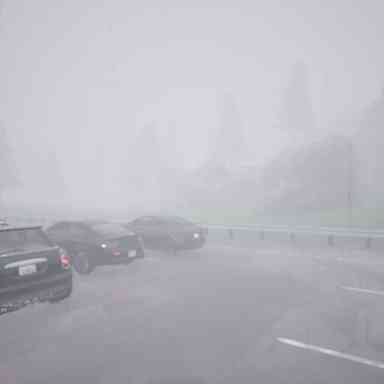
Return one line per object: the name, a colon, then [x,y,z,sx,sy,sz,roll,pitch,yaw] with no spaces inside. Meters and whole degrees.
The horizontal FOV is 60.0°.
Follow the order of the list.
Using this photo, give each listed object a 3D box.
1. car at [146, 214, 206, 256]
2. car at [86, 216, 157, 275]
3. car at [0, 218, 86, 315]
car: [-1.522,1.578,13.295,4.181,1.385,1.994,0,0,33]
car: [-3.586,1.547,10.478,4.674,1.442,1.812,0,0,33]
car: [-4.628,1.377,6.970,4.553,1.767,2.097,0,0,34]
